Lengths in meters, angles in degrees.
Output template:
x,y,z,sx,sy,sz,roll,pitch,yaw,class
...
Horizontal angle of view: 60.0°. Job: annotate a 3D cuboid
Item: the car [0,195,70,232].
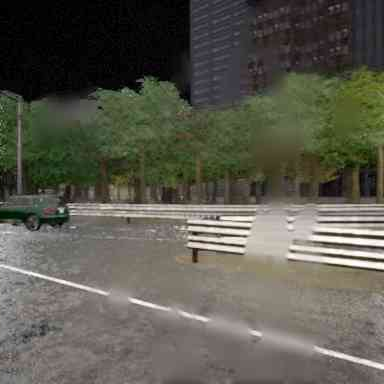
x,y,z,sx,sy,sz,roll,pitch,yaw,class
-10.151,1.214,20.375,5.566,2.045,2.150,0,0,20,car
